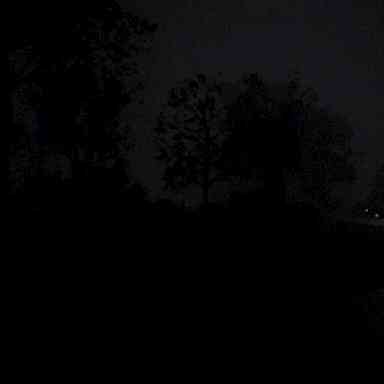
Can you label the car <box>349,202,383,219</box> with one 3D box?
[{"bbox_3d":[15.296,1.595,29.016,1.895,1.301,4.718,0,0,10],"label":"car"}]
